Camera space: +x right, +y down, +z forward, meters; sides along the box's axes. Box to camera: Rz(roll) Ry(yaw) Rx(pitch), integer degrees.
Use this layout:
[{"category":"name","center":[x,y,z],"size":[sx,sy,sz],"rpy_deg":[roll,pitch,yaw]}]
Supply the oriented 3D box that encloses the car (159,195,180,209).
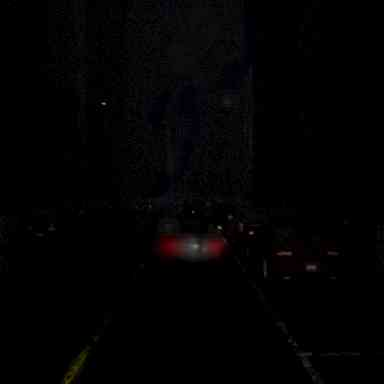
[{"category":"car","center":[-3.065,1.552,45.944],"size":[1.882,1.535,5.008],"rpy_deg":[0,0,0]}]

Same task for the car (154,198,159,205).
[{"category":"car","center":[-5.837,1.628,54.591],"size":[1.752,1.417,4.829],"rpy_deg":[0,0,1]}]

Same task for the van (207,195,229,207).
[{"category":"van","center":[2.683,1.379,32.217],"size":[1.690,1.788,3.998],"rpy_deg":[0,0,0]}]

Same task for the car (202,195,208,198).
[{"category":"car","center":[2.693,1.612,49.341],"size":[1.752,1.417,4.829],"rpy_deg":[0,0,1]}]

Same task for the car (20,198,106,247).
[{"category":"car","center":[-5.850,1.330,15.318],"size":[2.192,1.841,5.009],"rpy_deg":[0,0,0]}]

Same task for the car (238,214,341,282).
[{"category":"car","center":[2.673,1.554,9.661],"size":[1.887,1.381,4.507],"rpy_deg":[0,0,0]}]

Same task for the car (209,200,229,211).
[{"category":"car","center":[2.681,1.593,26.578],"size":[1.947,1.339,4.313],"rpy_deg":[0,0,0]}]

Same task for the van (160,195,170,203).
[{"category":"van","center":[-5.821,1.497,71.716],"size":[1.690,1.788,3.998],"rpy_deg":[0,0,0]}]

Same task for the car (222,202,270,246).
[{"category":"car","center":[2.676,1.455,15.300],"size":[1.967,1.590,4.097],"rpy_deg":[0,0,0]}]

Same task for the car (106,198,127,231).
[{"category":"car","center":[-5.847,1.335,20.957],"size":[2.192,1.841,5.009],"rpy_deg":[0,0,0]}]

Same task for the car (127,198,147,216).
[{"category":"car","center":[-5.841,1.478,32.237],"size":[1.967,1.590,4.097],"rpy_deg":[0,0,0]}]

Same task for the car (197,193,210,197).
[{"category":"car","center":[2.426,1.351,59.906],"size":[2.150,2.045,5.566],"rpy_deg":[0,0,0]}]

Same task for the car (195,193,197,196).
[{"category":"car","center":[2.718,1.635,94.247],"size":[1.967,1.590,4.097],"rpy_deg":[0,0,0]}]

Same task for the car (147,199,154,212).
[{"category":"car","center":[-5.838,1.491,37.875],"size":[1.967,1.590,4.097],"rpy_deg":[0,0,0]}]

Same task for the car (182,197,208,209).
[{"category":"car","center":[0.104,1.528,31.443],"size":[2.128,1.511,4.902],"rpy_deg":[0,0,0]}]

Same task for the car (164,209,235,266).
[{"category":"car","center":[0.073,1.559,11.554],"size":[2.033,1.411,5.357],"rpy_deg":[0,0,0]}]

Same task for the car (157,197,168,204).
[{"category":"car","center":[-5.825,1.665,65.904],"size":[1.752,1.417,4.829],"rpy_deg":[0,0,0]}]
